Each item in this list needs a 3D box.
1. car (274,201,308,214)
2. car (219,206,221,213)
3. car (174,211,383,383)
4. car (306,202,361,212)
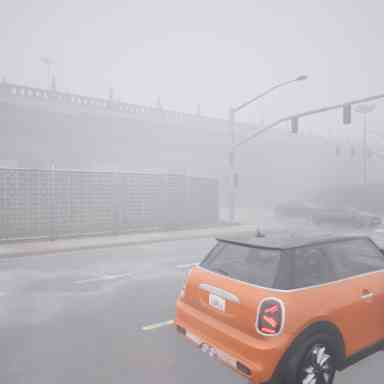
[{"bbox_3d":[9.498,1.529,28.958,1.882,1.535,5.008,0,0,-38],"label":"car"},{"bbox_3d":[0.998,1.547,34.603,2.128,1.511,4.902,0,0,-36],"label":"car"},{"bbox_3d":[2.045,1.352,5.245,4.553,1.767,2.097,0,0,-35],"label":"car"},{"bbox_3d":[10.063,1.589,21.912,1.994,1.385,4.181,0,0,-36],"label":"car"}]
